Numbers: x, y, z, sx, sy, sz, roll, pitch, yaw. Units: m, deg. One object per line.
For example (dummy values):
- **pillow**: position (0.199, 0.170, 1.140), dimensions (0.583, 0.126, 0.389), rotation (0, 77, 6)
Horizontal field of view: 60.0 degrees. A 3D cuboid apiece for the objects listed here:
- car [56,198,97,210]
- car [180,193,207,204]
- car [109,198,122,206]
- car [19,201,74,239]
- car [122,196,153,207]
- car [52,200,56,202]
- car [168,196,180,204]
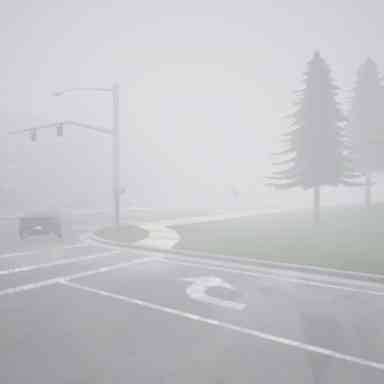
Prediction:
- **car**: position (-14.756, 1.528, 43.706), dimensions (2.128, 1.511, 4.902), rotation (0, 0, 35)
- **car**: position (0.763, 1.255, 65.706), dimensions (2.150, 2.045, 5.566), rotation (0, 0, 36)
- **car**: position (-11.545, 1.602, 54.351), dimensions (1.994, 1.385, 4.181), rotation (0, 0, 35)
- **car**: position (-7.639, 1.494, 17.619), dimensions (1.882, 1.535, 5.008), rotation (-1, 0, -14)
- **car**: position (-8.283, 1.389, 52.911), dimensions (2.097, 1.767, 4.553), rotation (0, 0, 35)
- **car**: position (-17.705, 1.588, 45.582), dimensions (2.033, 1.411, 5.357), rotation (0, 0, 35)
- **car**: position (-2.894, 1.565, 66.578), dimensions (1.812, 1.442, 4.674), rotation (0, 0, 35)
